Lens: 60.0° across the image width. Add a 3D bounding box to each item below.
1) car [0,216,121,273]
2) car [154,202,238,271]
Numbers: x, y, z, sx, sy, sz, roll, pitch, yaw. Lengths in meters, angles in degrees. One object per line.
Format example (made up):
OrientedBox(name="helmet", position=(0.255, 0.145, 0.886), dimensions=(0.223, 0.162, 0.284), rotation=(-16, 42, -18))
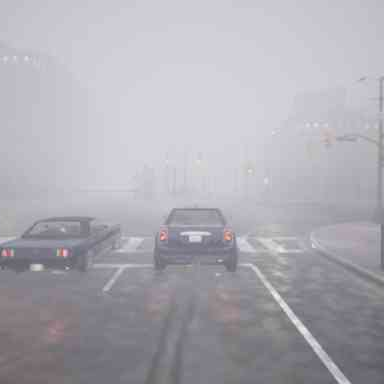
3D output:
OrientedBox(name="car", position=(-3.435, 1.344, 9.675), dimensions=(1.895, 1.301, 4.718), rotation=(0, 1, 1))
OrientedBox(name="car", position=(0.143, 1.084, 10.122), dimensions=(2.097, 1.767, 4.553), rotation=(0, 1, 2))
